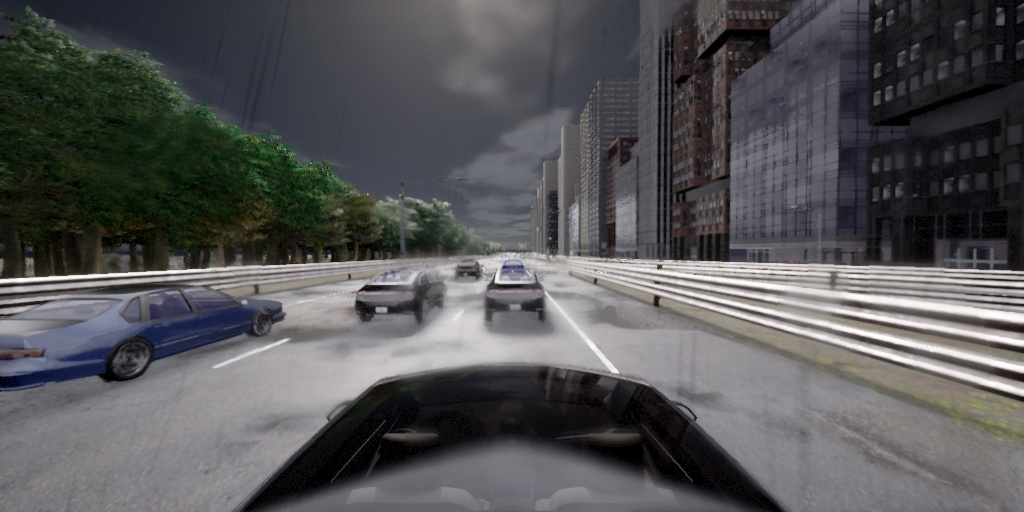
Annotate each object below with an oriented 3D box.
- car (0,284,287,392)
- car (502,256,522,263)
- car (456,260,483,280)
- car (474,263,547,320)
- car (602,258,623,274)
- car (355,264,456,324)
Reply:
[{"bbox_3d":[-6.898,1.264,7.002,2.033,1.411,5.357,0,0,0],"label":"car"},{"bbox_3d":[0.101,1.052,30.429,1.882,1.535,5.008,0,0,0],"label":"car"},{"bbox_3d":[-3.395,1.089,28.853,1.837,1.490,4.892,0,0,0],"label":"car"},{"bbox_3d":[0.101,1.175,12.220,2.128,1.511,4.902,0,0,0],"label":"car"},{"bbox_3d":[10.513,1.032,38.497,1.801,1.575,5.366,0,1,-14],"label":"car"},{"bbox_3d":[-3.400,1.178,11.764,2.128,1.511,4.902,0,0,0],"label":"car"}]
